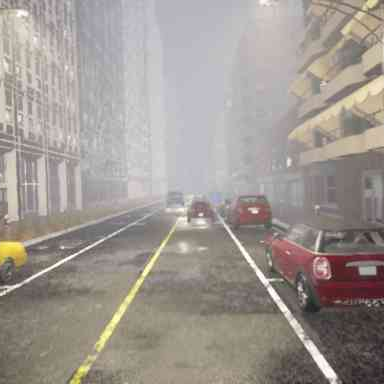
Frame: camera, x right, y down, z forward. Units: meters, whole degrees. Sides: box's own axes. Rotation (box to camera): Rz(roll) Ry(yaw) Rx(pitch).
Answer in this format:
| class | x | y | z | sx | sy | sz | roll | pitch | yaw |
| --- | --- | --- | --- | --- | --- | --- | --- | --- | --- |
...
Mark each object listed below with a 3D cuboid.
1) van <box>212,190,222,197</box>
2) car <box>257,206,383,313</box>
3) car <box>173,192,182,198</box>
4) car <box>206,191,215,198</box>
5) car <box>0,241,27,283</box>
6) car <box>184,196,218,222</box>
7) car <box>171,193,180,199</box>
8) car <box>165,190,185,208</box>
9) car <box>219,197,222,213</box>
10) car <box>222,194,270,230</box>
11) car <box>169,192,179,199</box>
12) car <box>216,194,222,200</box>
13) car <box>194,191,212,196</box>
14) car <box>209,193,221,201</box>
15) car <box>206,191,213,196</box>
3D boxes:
| class | x | y | z | sx | sy | sz | roll | pitch | yaw |
| --- | --- | --- | --- | --- | --- | --- | --- | --- | --- |
| van | 3.849 | 0.659 | 52.453 | 1.690 | 1.788 | 3.998 | -2 | 1 | 1 |
| car | 2.863 | 1.264 | 7.279 | 1.967 | 1.590 | 4.097 | -2 | 1 | 1 |
| car | -3.775 | 0.795 | 86.525 | 1.947 | 1.339 | 4.313 | -2 | 1 | 1 |
| car | 4.475 | 0.557 | 80.690 | 1.887 | 1.381 | 4.507 | -2 | 1 | 1 |
| car | -5.511 | 1.629 | 7.297 | 1.752 | 1.417 | 4.829 | -2 | 1 | 1 |
| car | 0.616 | 1.252 | 23.413 | 1.812 | 1.442 | 4.674 | -2 | 1 | 1 |
| car | -3.897 | 0.872 | 80.877 | 1.802 | 1.307 | 4.206 | -2 | 1 | 1 |
| car | -2.070 | 0.841 | 42.131 | 2.150 | 2.045 | 5.566 | -2 | 1 | 1 |
| car | 3.239 | 1.212 | 24.222 | 1.802 | 1.307 | 4.206 | -2 | 1 | 1 |
| car | 3.107 | 1.010 | 18.572 | 2.192 | 1.841 | 5.009 | -2 | 1 | 1 |
| car | -4.026 | 0.791 | 75.230 | 1.967 | 1.590 | 4.097 | -2 | 1 | 1 |
| car | 3.363 | 1.147 | 29.869 | 1.802 | 1.307 | 4.206 | -2 | 1 | 1 |
| car | 0.982 | 1.028 | 40.403 | 2.128 | 1.511 | 4.902 | -2 | 1 | 2 |
| car | 3.981 | 0.822 | 58.103 | 1.947 | 1.339 | 4.313 | -2 | 1 | 1 |
| car | 4.725 | 0.416 | 92.154 | 1.752 | 1.417 | 4.829 | -2 | 1 | 1 |
